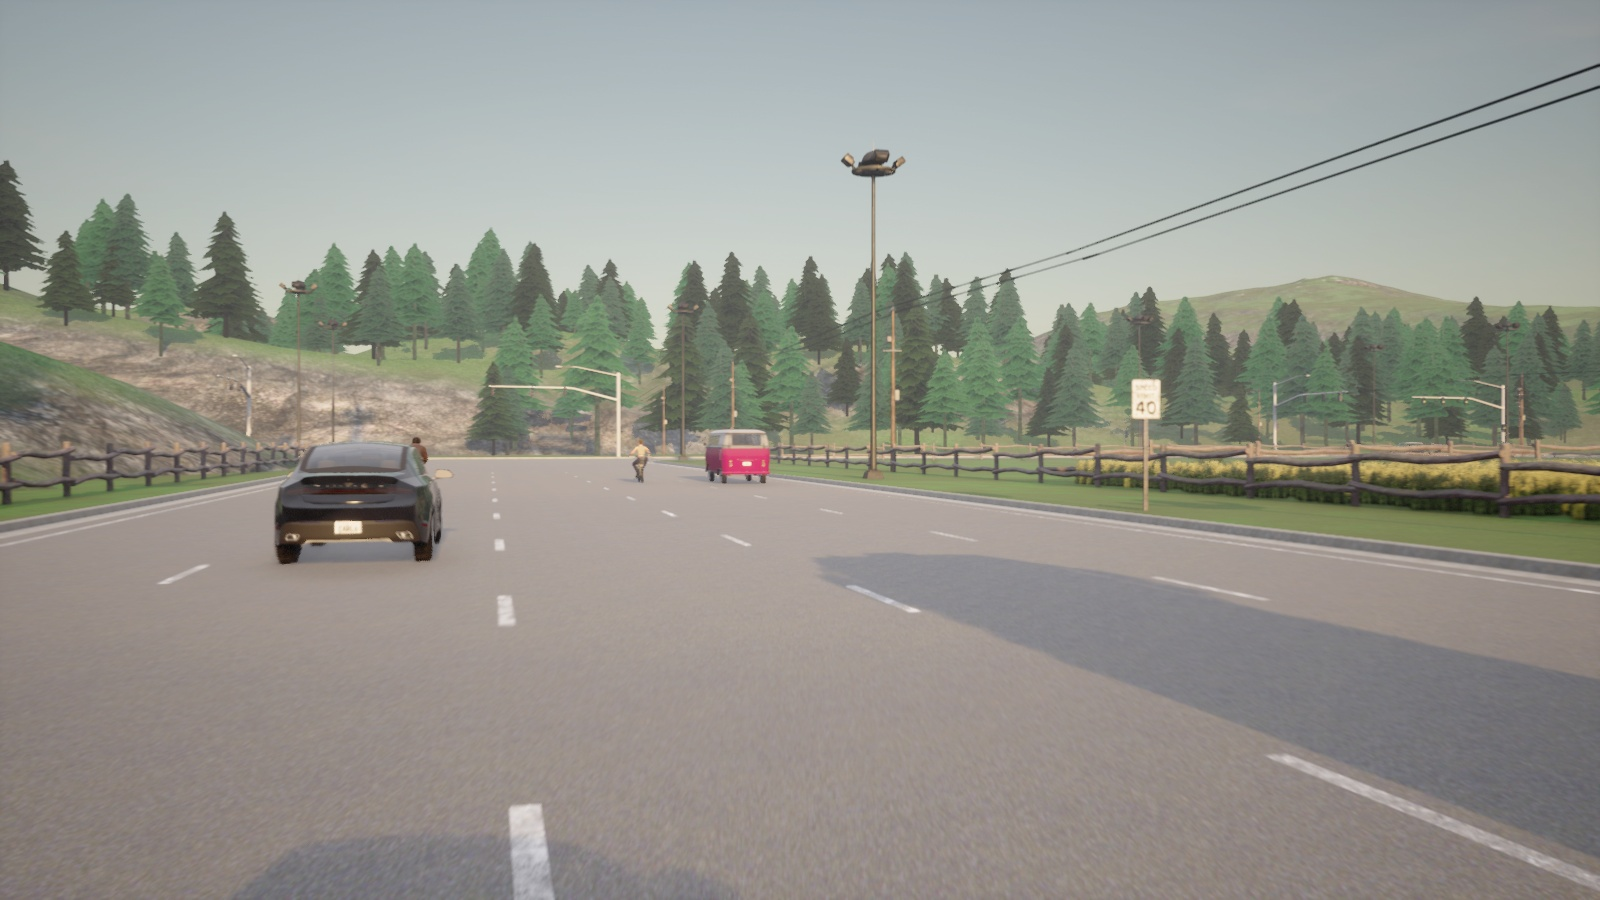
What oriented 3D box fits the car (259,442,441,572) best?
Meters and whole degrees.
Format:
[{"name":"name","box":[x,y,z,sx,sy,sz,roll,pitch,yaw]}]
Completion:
[{"name":"car","box":[-5.902,0.640,17.001,1.837,1.490,4.892,0,0,-14]}]

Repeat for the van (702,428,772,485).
[{"name":"van","box":[-2.409,0.212,46.628,1.775,1.987,4.442,0,0,-14]}]

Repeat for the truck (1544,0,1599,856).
[{"name":"truck","box":[5.261,-0.418,1.014,2.891,3.827,8.468,0,0,-14]}]
